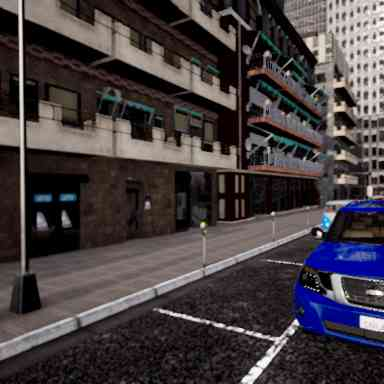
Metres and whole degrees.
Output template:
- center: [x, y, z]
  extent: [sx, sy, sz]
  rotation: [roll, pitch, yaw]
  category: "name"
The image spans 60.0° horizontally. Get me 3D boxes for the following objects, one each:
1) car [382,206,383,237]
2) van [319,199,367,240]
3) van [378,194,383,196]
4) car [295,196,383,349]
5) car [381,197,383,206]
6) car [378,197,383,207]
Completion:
- center: [11.449, 1.503, 17.956]
  extent: [1.812, 1.442, 4.674]
  rotation: [0, 0, 33]
  category: "car"
- center: [7.957, 1.324, 17.321]
  extent: [1.690, 1.788, 3.998]
  rotation: [-1, 0, 33]
  category: "van"
- center: [20.090, 1.298, 35.907]
  extent: [1.690, 1.788, 3.998]
  rotation: [-1, 0, 33]
  category: "van"
- center: [3.692, 1.215, 6.249]
  extent: [2.150, 2.045, 5.566]
  rotation: [0, 0, 34]
  category: "car"
- center: [32.227, 1.473, 54.492]
  extent: [1.887, 1.381, 4.507]
  rotation: [-1, 0, 33]
  category: "car"
- center: [29.194, 1.502, 49.846]
  extent: [1.947, 1.339, 4.313]
  rotation: [-1, 0, 33]
  category: "car"
